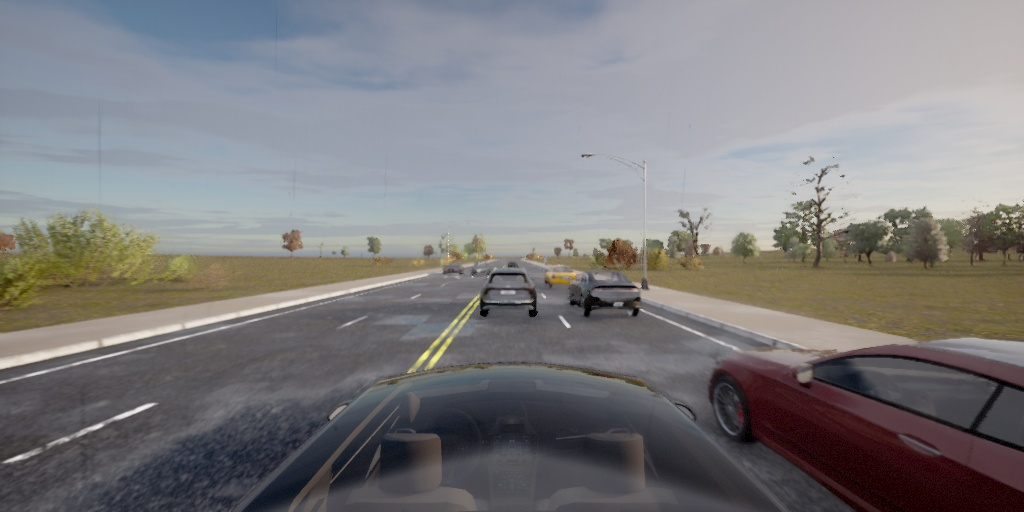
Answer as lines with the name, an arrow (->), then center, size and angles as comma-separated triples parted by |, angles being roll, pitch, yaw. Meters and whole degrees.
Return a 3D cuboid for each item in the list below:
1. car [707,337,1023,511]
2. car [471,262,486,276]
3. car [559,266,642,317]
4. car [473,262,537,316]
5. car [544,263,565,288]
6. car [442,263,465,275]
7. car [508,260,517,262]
car -> 3.250, 1.278, 2.373 | 1.812, 1.442, 4.674 | 0, 0, 0
car -> -3.327, 1.354, 38.896 | 2.128, 1.511, 4.902 | 0, 0, 0
car -> 3.248, 1.281, 13.373 | 2.128, 1.511, 4.902 | 0, 0, 0
car -> -0.096, 1.221, 13.630 | 2.033, 1.649, 4.856 | 0, 0, 1
car -> 3.247, 1.279, 24.563 | 1.801, 1.575, 5.366 | 0, 0, 0
car -> -6.567, 1.430, 40.612 | 1.994, 1.385, 4.181 | 0, 0, 0
car -> 0.086, 1.421, 60.164 | 1.837, 1.490, 4.892 | 0, 0, 0
